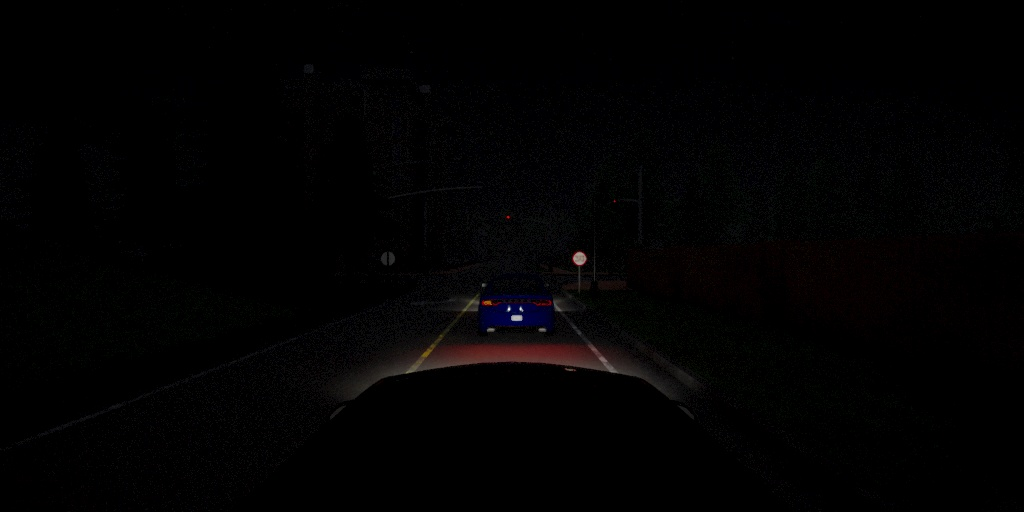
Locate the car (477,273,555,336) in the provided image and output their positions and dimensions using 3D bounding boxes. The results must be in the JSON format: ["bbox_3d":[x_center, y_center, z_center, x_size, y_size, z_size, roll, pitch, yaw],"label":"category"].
[{"bbox_3d":[0.100,1.228,10.438,1.882,1.535,5.008,0,0,0],"label":"car"}]
